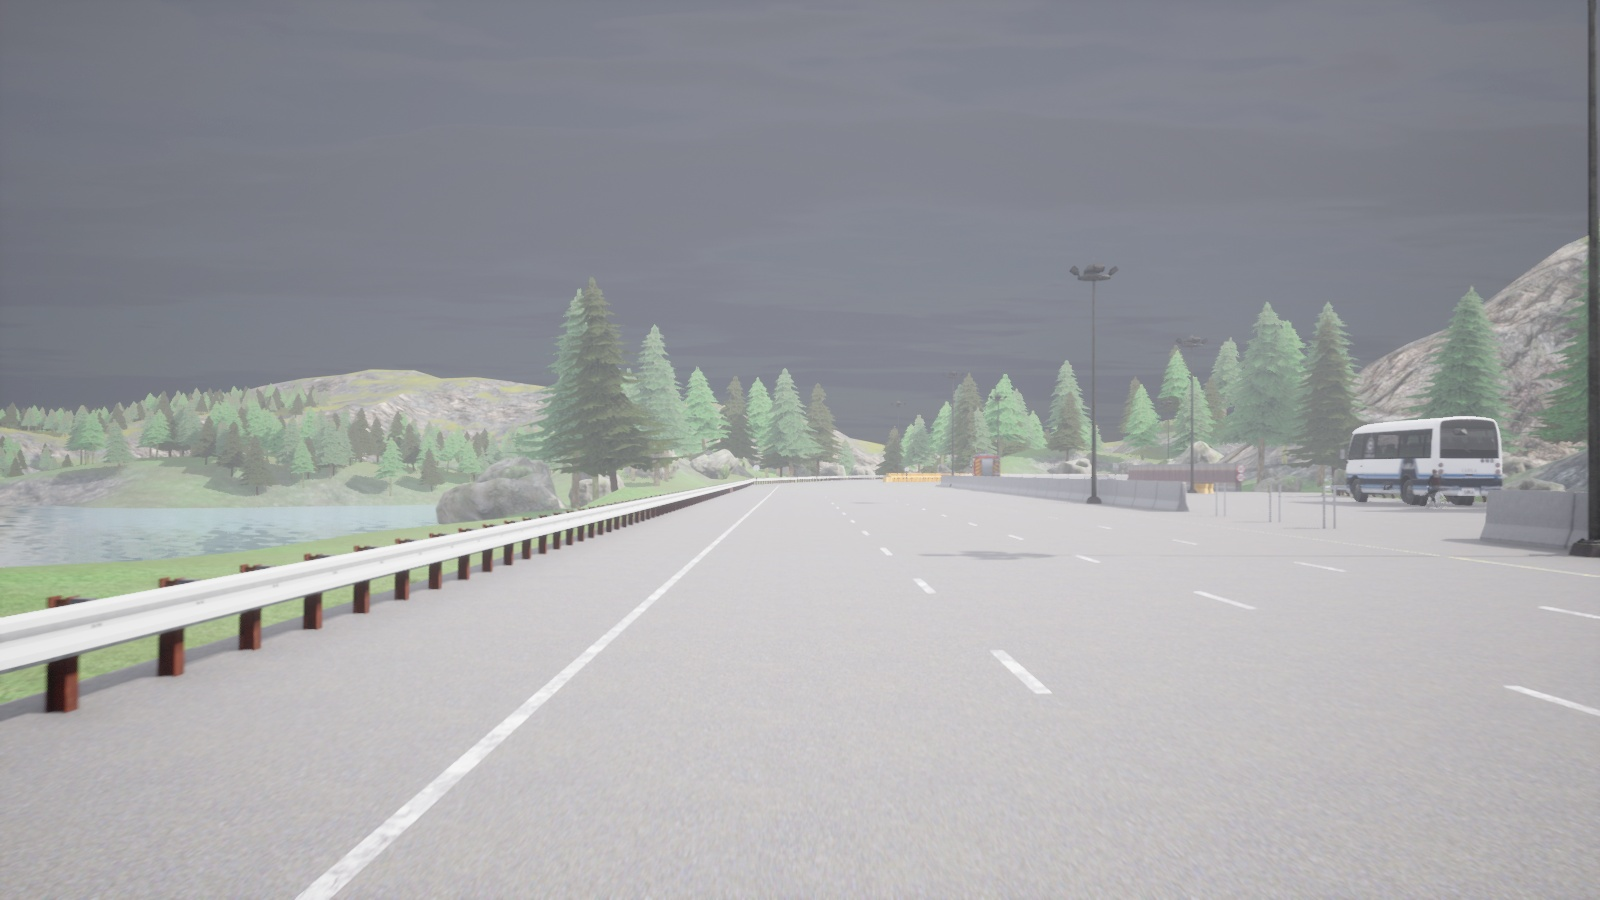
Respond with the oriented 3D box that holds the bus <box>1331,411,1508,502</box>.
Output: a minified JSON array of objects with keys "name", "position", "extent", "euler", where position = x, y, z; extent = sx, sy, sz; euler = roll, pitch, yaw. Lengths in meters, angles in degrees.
[{"name":"bus","position":[31.344,0.389,64.312],"extent":[3.944,4.253,10.273],"euler":[0,-1,0]}]
